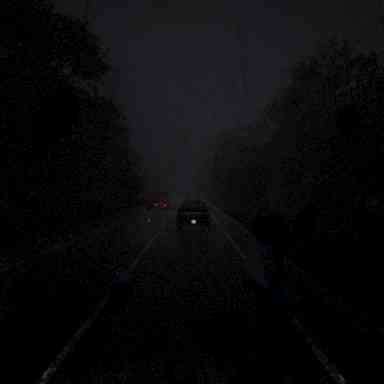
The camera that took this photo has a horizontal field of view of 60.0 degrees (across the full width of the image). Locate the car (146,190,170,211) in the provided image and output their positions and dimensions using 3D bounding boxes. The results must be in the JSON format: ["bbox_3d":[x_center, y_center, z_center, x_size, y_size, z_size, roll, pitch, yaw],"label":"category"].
[{"bbox_3d":[-3.607,0.868,36.122,2.150,2.045,5.566,0,1,0],"label":"car"}]

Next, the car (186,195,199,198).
[{"bbox_3d":[0.088,1.107,37.726,1.882,1.535,5.008,0,1,0],"label":"car"}]

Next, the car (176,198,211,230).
[{"bbox_3d":[0.095,1.325,20.016,2.128,1.511,4.902,0,1,0],"label":"car"}]
